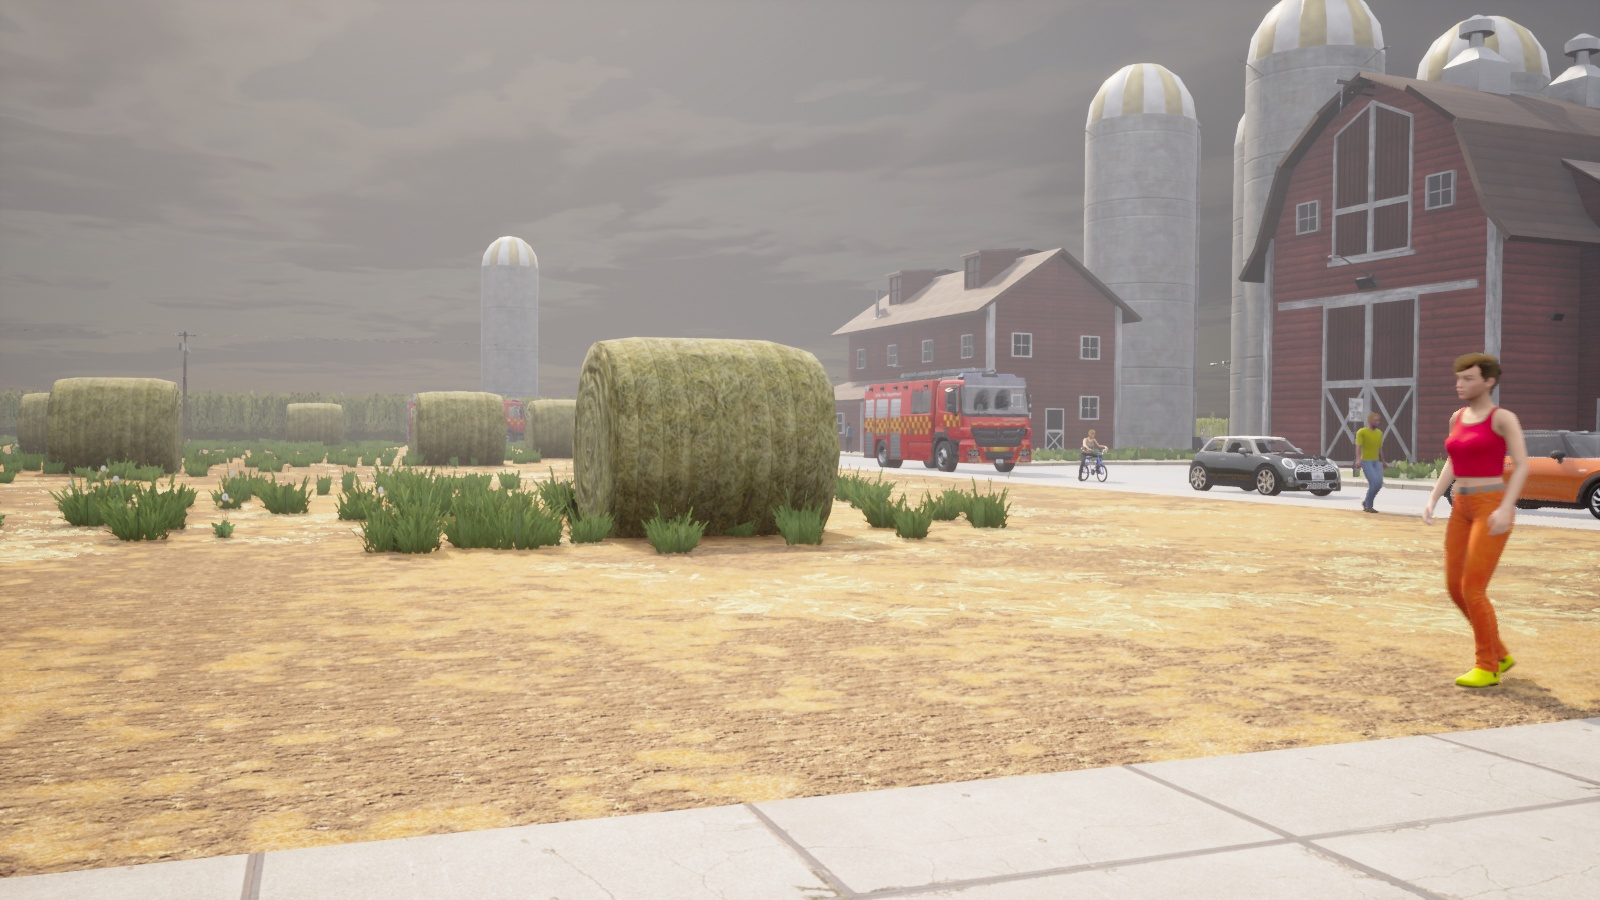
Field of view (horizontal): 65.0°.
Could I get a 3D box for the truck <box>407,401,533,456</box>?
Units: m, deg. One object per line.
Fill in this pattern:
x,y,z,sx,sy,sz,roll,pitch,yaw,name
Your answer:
-23.816,-1.585,90.712,8.468,3.827,2.891,-1,1,-21,truck

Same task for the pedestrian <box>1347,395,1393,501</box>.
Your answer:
10.106,-0.040,22.272,0.354,1.836,0.706,-1,1,-19,pedestrian

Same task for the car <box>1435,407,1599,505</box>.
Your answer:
14.920,0.071,24.185,2.097,1.767,4.553,-1,1,-22,car

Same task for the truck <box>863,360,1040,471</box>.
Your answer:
5.505,-1.245,47.607,2.891,3.827,8.468,-1,1,-22,truck

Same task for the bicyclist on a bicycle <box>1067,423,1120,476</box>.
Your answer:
9.057,-0.021,38.790,0.866,1.612,1.509,-1,1,-22,bicyclist on a bicycle

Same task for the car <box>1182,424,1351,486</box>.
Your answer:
11.792,0.089,31.991,1.970,1.475,3.806,-1,1,-22,car

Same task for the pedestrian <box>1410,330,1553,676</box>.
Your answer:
3.728,0.278,6.880,0.594,1.836,0.345,-1,1,-8,pedestrian

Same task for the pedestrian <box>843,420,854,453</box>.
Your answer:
2.867,-0.802,74.051,0.396,1.930,0.692,-1,1,-21,pedestrian
